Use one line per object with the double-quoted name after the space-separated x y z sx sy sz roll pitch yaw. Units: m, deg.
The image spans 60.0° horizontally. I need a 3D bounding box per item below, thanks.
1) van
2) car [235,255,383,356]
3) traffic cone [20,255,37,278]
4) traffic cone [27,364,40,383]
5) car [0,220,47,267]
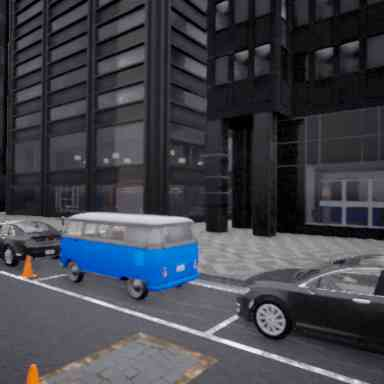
-1.733 1.449 8.453 3.998 1.788 1.690 0 -1 37 "van"
2.772 1.646 5.065 4.403 1.369 2.008 0 -1 37 "car"
-4.558 2.054 9.267 0.340 0.580 0.340 0 -1 37 "traffic cone"
-1.562 1.994 3.266 0.340 0.580 0.340 0 -1 37 "traffic cone"
-6.242 1.673 11.835 4.403 1.369 2.008 0 -1 37 "car"
